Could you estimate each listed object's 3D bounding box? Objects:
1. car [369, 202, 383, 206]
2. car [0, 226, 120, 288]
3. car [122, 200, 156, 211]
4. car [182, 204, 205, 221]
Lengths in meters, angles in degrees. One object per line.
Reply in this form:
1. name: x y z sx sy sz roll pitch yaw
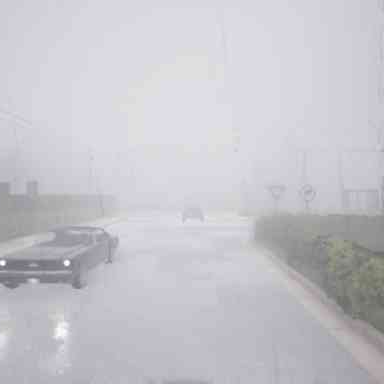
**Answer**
1. car: 26.561 2.010 44.553 5.357 1.411 2.033 0 -1 1
2. car: -3.516 1.702 9.629 1.895 1.301 4.718 0 -1 1
3. car: -7.765 2.007 48.454 4.892 1.490 1.837 0 -3 9
4. car: 0.094 1.804 30.053 2.128 1.511 4.902 0 -1 0
